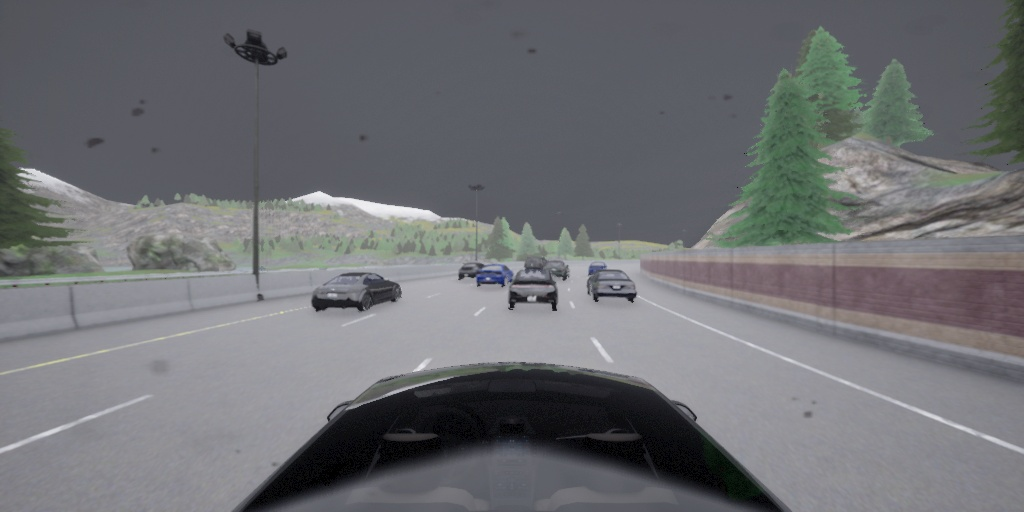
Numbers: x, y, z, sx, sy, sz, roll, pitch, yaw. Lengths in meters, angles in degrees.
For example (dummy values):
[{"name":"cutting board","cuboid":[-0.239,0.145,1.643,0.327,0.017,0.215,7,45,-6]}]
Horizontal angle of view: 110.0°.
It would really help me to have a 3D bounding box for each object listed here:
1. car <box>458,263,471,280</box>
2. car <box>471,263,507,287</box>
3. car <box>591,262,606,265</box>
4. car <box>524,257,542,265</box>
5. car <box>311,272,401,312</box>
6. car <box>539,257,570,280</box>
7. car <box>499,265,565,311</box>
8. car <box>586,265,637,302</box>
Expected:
[{"name":"car","cuboid":[-3.267,1.362,32.036,1.837,1.490,4.892,0,0,13]},{"name":"car","cuboid":[-1.083,1.313,25.226,1.882,1.535,5.008,0,0,10]},{"name":"car","cuboid":[9.414,1.380,38.923,1.882,1.535,5.008,0,0,16]},{"name":"car","cuboid":[3.009,1.126,41.926,2.150,2.045,5.566,0,0,17]},{"name":"car","cuboid":[-6.115,1.352,14.576,1.994,1.385,4.181,0,0,5]},{"name":"car","cuboid":[4.092,1.223,32.696,2.097,1.767,4.553,0,0,13]},{"name":"car","cuboid":[0.957,1.292,14.968,2.128,1.511,4.902,0,0,6]},{"name":"car","cuboid":[4.732,1.364,17.541,2.033,1.411,5.357,0,0,8]}]
